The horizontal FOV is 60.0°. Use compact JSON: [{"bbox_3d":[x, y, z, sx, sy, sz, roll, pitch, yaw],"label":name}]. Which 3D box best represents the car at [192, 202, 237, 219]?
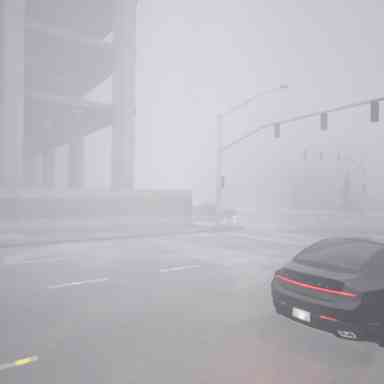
[{"bbox_3d":[1.968,1.774,32.274,2.033,1.411,5.357,1,0,-36],"label":"car"}]

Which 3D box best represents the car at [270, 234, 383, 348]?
[{"bbox_3d":[3.602,1.580,6.357,4.892,1.490,1.837,0,0,-35],"label":"car"}]

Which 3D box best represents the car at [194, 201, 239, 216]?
[{"bbox_3d":[2.629,1.812,37.317,2.033,1.411,5.357,1,0,-36],"label":"car"}]
